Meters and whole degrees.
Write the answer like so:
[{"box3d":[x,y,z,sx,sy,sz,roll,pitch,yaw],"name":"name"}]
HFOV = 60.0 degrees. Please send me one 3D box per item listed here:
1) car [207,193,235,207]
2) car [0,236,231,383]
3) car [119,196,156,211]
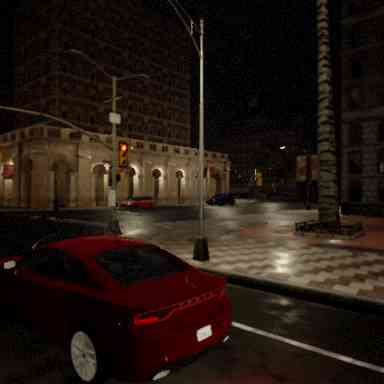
[{"box3d":[4.684,1.219,52.986,2.150,2.045,5.566,0,1,41],"name":"car"},{"box3d":[-1.726,1.467,5.480,5.008,1.535,1.882,0,0,41],"name":"car"},{"box3d":[-6.511,1.300,40.032,2.097,1.767,4.553,0,0,41],"name":"car"}]
